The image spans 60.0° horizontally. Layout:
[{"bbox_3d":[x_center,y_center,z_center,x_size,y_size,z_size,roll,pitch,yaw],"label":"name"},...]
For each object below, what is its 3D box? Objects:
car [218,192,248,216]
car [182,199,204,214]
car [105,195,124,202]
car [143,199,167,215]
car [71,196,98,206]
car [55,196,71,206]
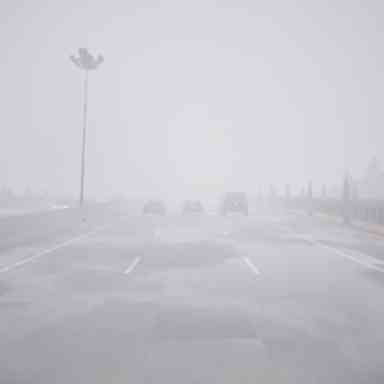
[{"bbox_3d":[3.588,1.004,29.637,2.150,2.045,5.566,0,0,0],"label":"car"},{"bbox_3d":[0.086,1.333,31.541,1.994,1.385,4.181,0,0,0],"label":"car"},{"bbox_3d":[-10.593,1.170,45.919,1.837,1.490,4.892,0,0,0],"label":"car"},{"bbox_3d":[-3.414,1.334,31.345,1.994,1.385,4.181,0,0,0],"label":"car"},{"bbox_3d":[-14.097,1.276,44.509,1.895,1.301,4.718,0,0,0],"label":"car"},{"bbox_3d":[-17.592,1.223,46.749,1.994,1.385,4.181,0,0,0],"label":"car"}]
